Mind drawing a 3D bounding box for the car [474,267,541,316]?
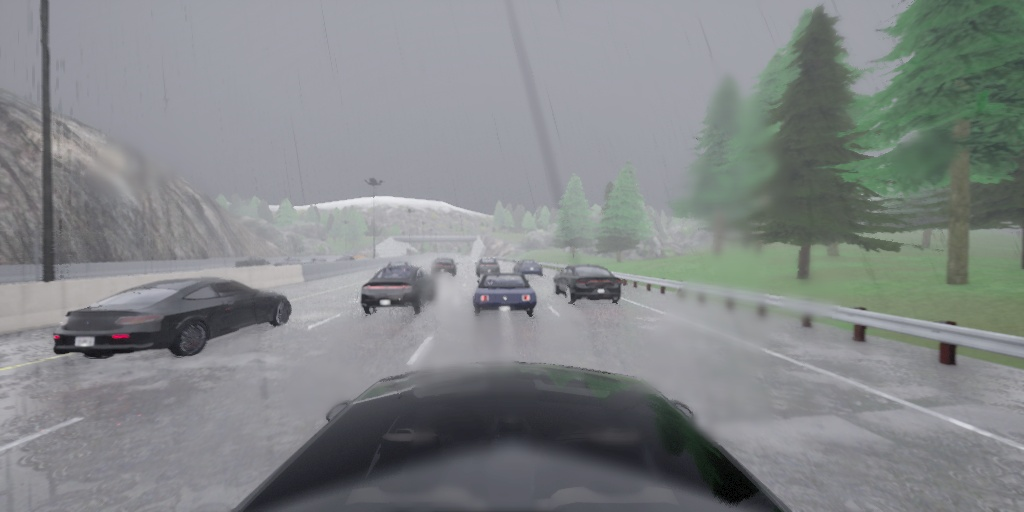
[{"bbox_3d":[-0.313,1.229,12.687,1.895,1.301,4.718,0,1,-3],"label":"car"}]

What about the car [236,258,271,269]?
[{"bbox_3d":[-32.980,0.926,45.794,1.895,1.301,4.718,0,1,-9],"label":"car"}]

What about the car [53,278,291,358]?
[{"bbox_3d":[-7.120,1.218,8.215,1.812,1.442,4.674,0,1,-2],"label":"car"}]

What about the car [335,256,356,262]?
[{"bbox_3d":[-22.940,0.768,49.532,1.837,1.490,4.892,0,1,-9],"label":"car"}]

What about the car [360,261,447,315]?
[{"bbox_3d":[-3.850,1.124,12.951,2.128,1.511,4.902,0,1,-3],"label":"car"}]

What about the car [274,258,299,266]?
[{"bbox_3d":[-29.783,0.895,48.019,1.895,1.301,4.718,0,1,-9],"label":"car"}]

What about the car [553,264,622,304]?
[{"bbox_3d":[3.015,1.070,15.270,1.882,1.535,5.008,0,1,-4],"label":"car"}]

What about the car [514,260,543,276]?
[{"bbox_3d":[1.338,0.984,31.006,1.994,1.385,4.181,0,1,-8],"label":"car"}]

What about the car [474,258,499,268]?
[{"bbox_3d":[-2.102,0.926,30.375,2.128,1.511,4.902,0,1,-8],"label":"car"}]

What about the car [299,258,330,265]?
[{"bbox_3d":[-26.269,0.886,48.192,1.895,1.301,4.718,0,1,-9],"label":"car"}]

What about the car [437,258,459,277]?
[{"bbox_3d":[-5.641,0.946,30.445,1.837,1.490,4.892,0,1,-8],"label":"car"}]

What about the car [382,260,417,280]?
[{"bbox_3d":[-8.922,1.067,28.769,1.895,1.301,4.718,0,1,-8],"label":"car"}]
